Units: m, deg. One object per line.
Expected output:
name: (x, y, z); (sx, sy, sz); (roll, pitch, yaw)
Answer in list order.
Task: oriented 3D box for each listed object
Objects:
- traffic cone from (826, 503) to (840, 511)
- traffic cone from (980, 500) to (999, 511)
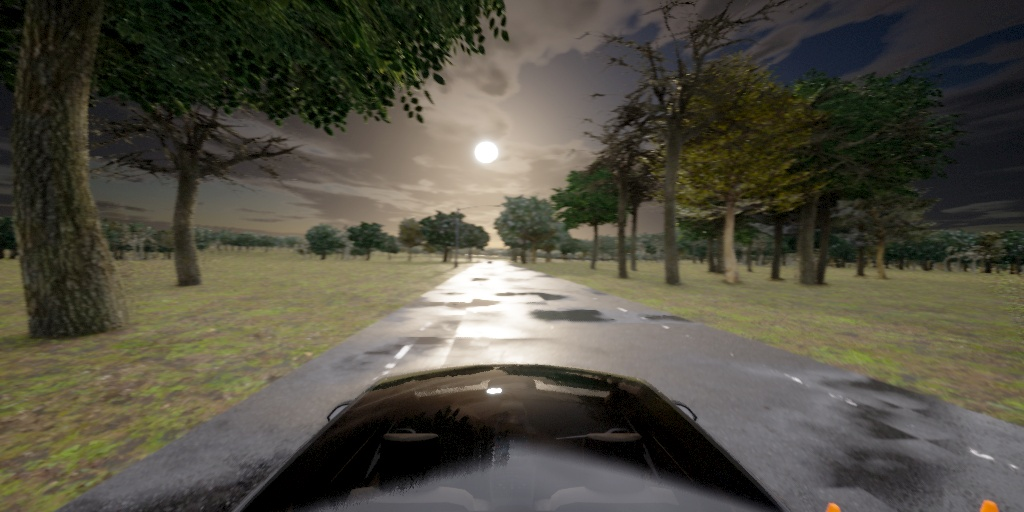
traffic cone: (1.874, 1.753, 2.100); (0.340, 0.580, 0.340); (0, 0, -4)
traffic cone: (2.871, 1.778, 2.162); (0.340, 0.580, 0.340); (0, 0, -4)
